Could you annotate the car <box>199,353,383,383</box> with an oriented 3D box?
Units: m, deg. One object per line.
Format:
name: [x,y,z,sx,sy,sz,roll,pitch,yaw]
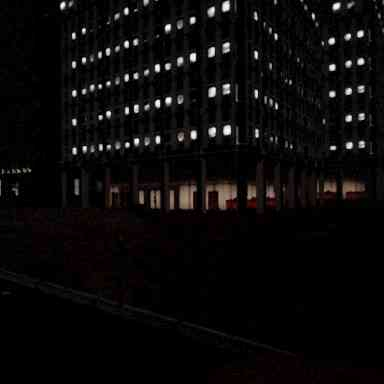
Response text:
car: [1.977,1.529,1.478,4.829,1.417,1.752,0,-1,36]
